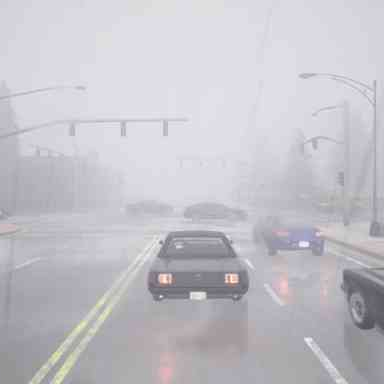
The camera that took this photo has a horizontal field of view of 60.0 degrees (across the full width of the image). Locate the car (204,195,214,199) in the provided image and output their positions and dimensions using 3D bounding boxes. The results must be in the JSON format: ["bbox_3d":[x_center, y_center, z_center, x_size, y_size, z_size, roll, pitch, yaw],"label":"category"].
[{"bbox_3d":[3.864,1.355,74.956,2.097,1.767,4.553,0,0,0],"label":"car"}]

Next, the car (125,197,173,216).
[{"bbox_3d":[-4.210,1.477,33.043,5.008,1.535,1.882,0,1,-37],"label":"car"}]

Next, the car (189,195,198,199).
[{"bbox_3d":[0.365,1.500,75.039,1.837,1.490,4.892,0,0,0],"label":"car"}]

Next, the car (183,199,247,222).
[{"bbox_3d":[1.772,1.505,25.551,4.892,1.490,1.837,0,0,2],"label":"car"}]

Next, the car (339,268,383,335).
[{"bbox_3d":[3.615,1.601,3.968,1.895,1.301,4.718,0,0,0],"label":"car"}]

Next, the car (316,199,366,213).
[{"bbox_3d":[16.095,1.478,36.046,5.008,1.535,1.882,0,0,0],"label":"car"}]

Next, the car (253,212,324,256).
[{"bbox_3d":[3.643,1.526,13.071,1.812,1.442,4.674,0,0,0],"label":"car"}]

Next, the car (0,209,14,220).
[{"bbox_3d":[-16.626,1.601,25.931,4.718,1.301,1.895,0,0,0],"label":"car"}]

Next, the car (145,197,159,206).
[{"bbox_3d":[-6.815,1.564,57.395,1.994,1.385,4.181,0,0,0],"label":"car"}]

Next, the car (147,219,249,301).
[{"bbox_3d":[0.103,1.601,8.281,1.895,1.301,4.718,0,0,0],"label":"car"}]

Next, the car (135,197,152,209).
[{"bbox_3d":[-6.872,1.526,47.371,1.812,1.442,4.674,0,0,0],"label":"car"}]
